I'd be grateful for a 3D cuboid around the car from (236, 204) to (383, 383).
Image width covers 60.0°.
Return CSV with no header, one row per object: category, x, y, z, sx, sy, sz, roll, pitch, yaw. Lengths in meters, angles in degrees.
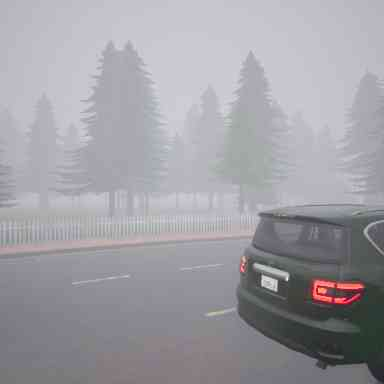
car,3.348,1.222,5.365,5.566,2.045,2.150,0,0,-27
